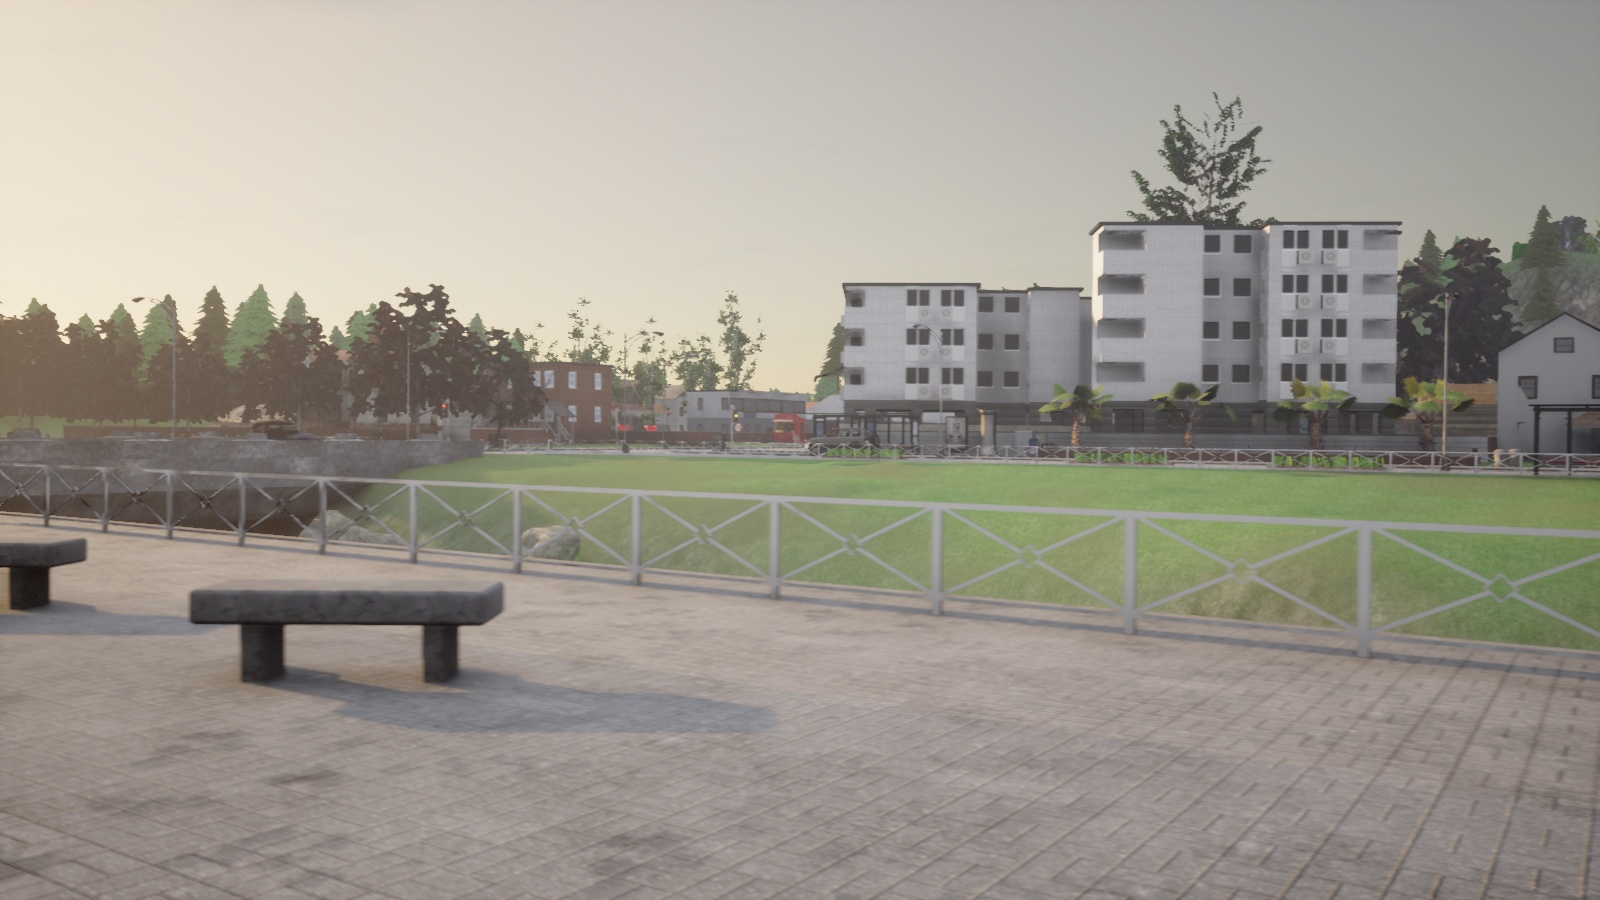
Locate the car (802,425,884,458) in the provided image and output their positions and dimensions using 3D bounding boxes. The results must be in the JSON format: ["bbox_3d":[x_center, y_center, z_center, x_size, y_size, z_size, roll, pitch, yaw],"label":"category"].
[{"bbox_3d":[2.631,-0.528,76.556,4.605,1.855,1.932,-2,0,34],"label":"car"}]

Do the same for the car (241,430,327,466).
[{"bbox_3d":[-27.797,-0.146,67.754,1.905,1.878,3.866,0,1,33],"label":"car"}]
